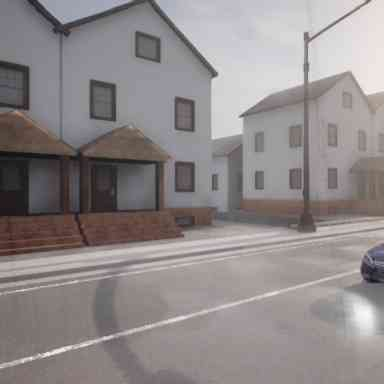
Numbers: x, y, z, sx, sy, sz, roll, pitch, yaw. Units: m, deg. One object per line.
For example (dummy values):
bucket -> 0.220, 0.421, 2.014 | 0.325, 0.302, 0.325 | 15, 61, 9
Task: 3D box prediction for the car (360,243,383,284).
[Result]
car -> 6.152, 1.512, 8.400 | 4.674, 1.442, 1.812 | 0, 0, -36
